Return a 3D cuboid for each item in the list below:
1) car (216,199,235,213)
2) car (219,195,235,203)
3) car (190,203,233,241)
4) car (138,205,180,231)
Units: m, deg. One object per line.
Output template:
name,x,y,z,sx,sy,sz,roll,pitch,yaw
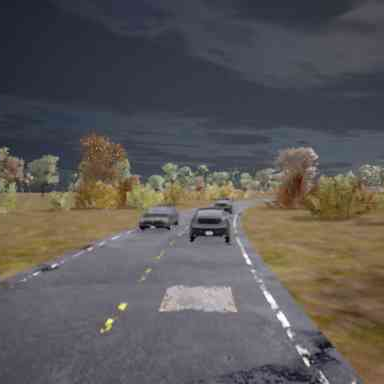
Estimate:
car,3.331,1.520,34.589,1.837,1.490,4.892,0,0,10
car,6.427,1.197,60.501,1.895,1.301,4.718,0,0,17
car,0.936,1.518,16.698,1.837,1.490,4.892,0,0,5
car,-1.887,1.557,20.956,2.033,1.411,5.357,0,0,6
